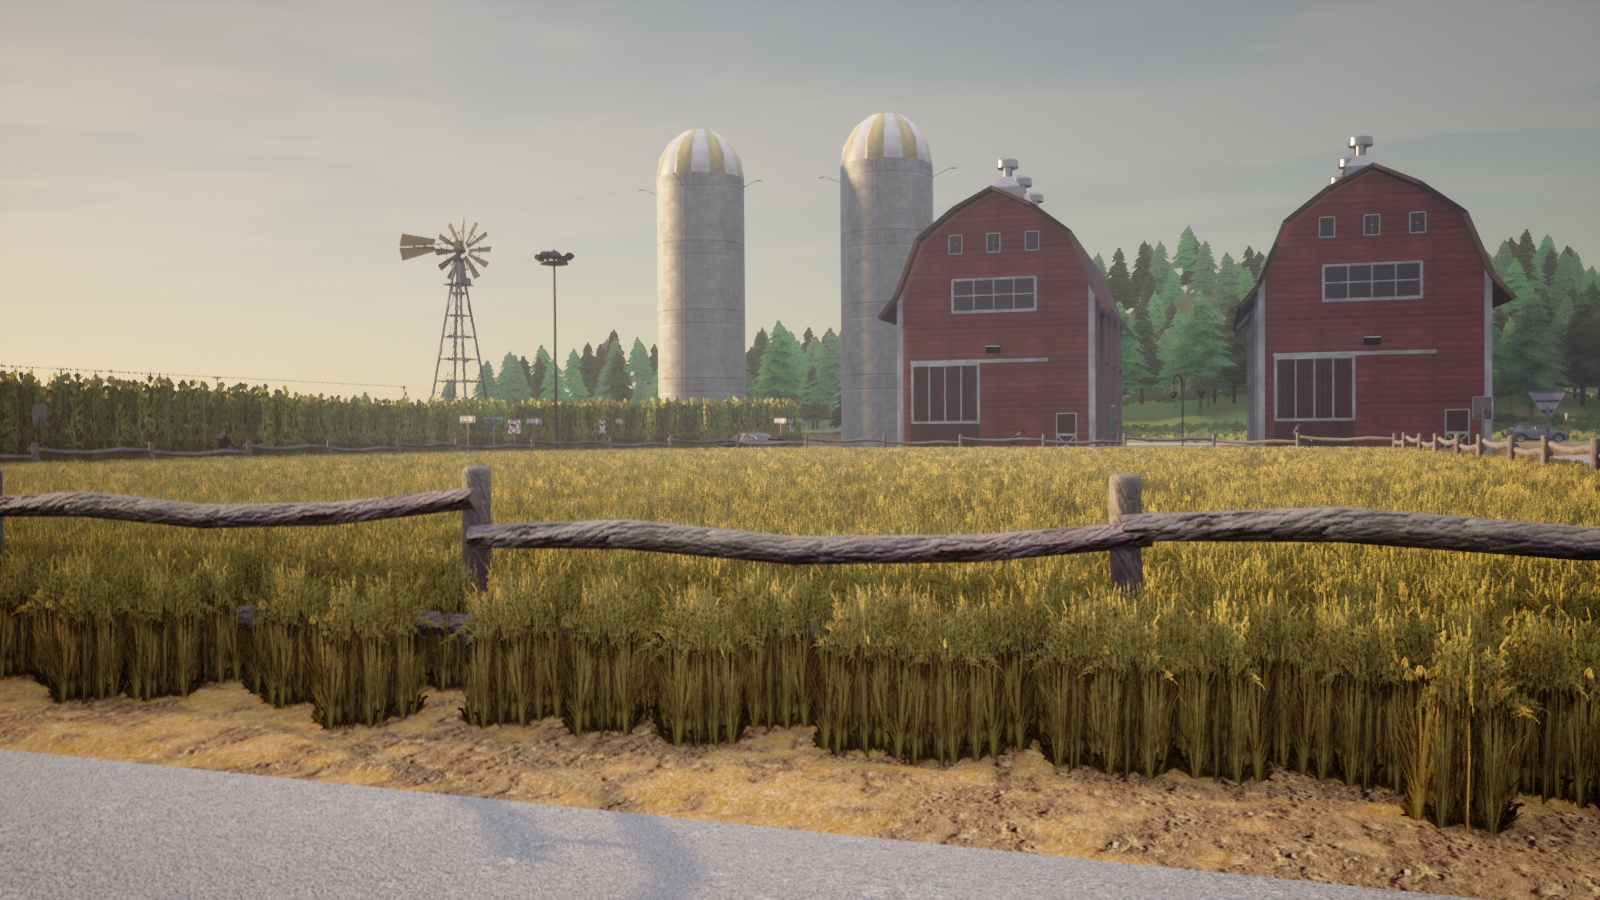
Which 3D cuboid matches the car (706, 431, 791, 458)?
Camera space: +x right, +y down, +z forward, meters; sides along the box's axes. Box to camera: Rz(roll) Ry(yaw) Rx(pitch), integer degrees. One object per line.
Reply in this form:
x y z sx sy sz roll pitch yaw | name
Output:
-3.012 -0.348 72.901 4.902 1.511 2.128 1 1 44 | car
